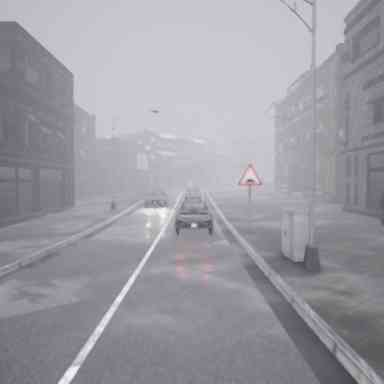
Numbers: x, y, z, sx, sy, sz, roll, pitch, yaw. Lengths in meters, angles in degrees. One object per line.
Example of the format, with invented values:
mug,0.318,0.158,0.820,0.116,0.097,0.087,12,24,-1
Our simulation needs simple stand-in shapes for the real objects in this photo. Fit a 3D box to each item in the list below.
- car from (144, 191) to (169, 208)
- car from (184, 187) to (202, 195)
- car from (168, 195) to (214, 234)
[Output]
car,-3.088,0.581,29.902,1.994,1.385,4.181,1,3,0
car,0.095,0.141,36.507,2.033,1.411,5.357,0,4,0
car,0.098,1.198,17.370,2.128,1.511,4.902,0,2,0
